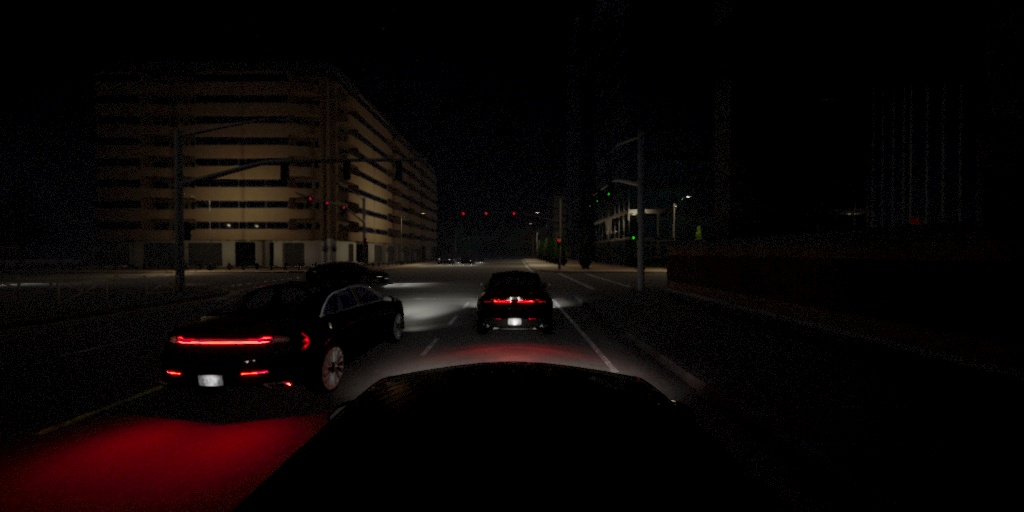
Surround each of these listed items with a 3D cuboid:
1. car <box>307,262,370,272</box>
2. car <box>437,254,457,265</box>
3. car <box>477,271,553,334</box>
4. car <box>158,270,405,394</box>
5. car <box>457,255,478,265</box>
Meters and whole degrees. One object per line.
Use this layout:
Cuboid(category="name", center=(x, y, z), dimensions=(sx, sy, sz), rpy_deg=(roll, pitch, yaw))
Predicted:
Cuboid(category="car", center=(-10.280, 1.151, 22.470), dimensions=(4.892, 1.490, 1.837), rpy_deg=(1, 1, 0))
Cuboid(category="car", center=(-10.789, 0.514, 58.744), dimensions=(2.097, 1.767, 4.553), rpy_deg=(0, 1, 1))
Cuboid(category="car", center=(0.092, 1.166, 10.249), dimensions=(1.837, 1.490, 4.892), rpy_deg=(0, 0, 1))
Cuboid(category="car", center=(-3.441, 1.192, 6.542), dimensions=(2.128, 1.511, 4.902), rpy_deg=(0, 1, 0))
Cuboid(category="car", center=(-7.288, 0.667, 58.933), dimensions=(1.837, 1.490, 4.892), rpy_deg=(0, 0, 1))
